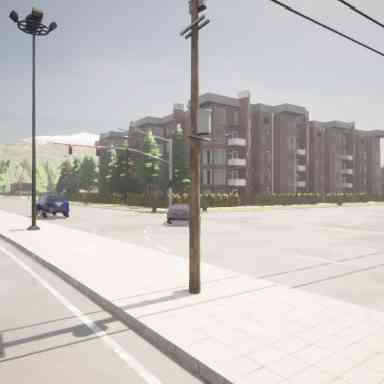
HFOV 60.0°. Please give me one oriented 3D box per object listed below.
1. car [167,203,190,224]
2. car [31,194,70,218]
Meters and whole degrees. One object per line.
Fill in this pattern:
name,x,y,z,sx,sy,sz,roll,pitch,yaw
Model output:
car,-0.713,1.547,24.929,2.033,1.411,5.357,0,0,3
car,-12.928,1.222,30.299,2.150,2.045,5.566,0,0,-38
